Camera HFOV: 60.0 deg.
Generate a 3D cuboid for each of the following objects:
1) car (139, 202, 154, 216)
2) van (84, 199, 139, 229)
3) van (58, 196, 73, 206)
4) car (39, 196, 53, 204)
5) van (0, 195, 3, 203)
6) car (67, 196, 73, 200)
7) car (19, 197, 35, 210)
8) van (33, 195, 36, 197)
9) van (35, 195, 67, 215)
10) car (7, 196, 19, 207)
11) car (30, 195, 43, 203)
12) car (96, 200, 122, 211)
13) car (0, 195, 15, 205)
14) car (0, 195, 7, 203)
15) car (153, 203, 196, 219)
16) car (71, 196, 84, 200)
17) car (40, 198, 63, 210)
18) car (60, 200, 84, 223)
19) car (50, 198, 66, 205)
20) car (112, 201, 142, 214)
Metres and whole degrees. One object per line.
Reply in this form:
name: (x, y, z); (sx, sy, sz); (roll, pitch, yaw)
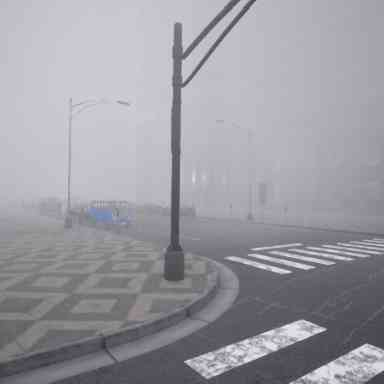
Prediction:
car: (-4.617, 1.730, 35.204); (1.887, 1.381, 4.507); (1, -1, -35)
van: (-5.232, 1.335, 21.261); (1.690, 1.788, 3.998); (1, -1, -35)
van: (-23.758, 1.654, 62.274); (1.690, 1.788, 3.998); (1, -1, -35)
car: (-33.331, 1.818, 75.806); (1.967, 1.590, 4.097); (1, -1, -35)
van: (-46.683, 1.612, 79.917); (1.690, 1.788, 3.998); (1, -1, -35)
car: (-20.568, 1.607, 57.763); (2.192, 1.841, 5.009); (1, -1, -35)
car: (-21.177, 1.680, 43.819); (1.802, 1.307, 4.206); (1, -1, -35)
van: (-36.520, 1.740, 80.318); (1.690, 1.788, 3.998); (1, -1, -35)
van: (-14.797, 1.397, 34.797); (1.690, 1.788, 3.998); (1, -1, -35)
car: (-27.553, 1.692, 52.843); (2.008, 1.369, 4.403); (1, -1, -35)
car: (-39.711, 1.736, 84.830); (2.192, 1.841, 5.009); (1, -1, -35)
car: (-11.096, 1.754, 44.366); (1.752, 1.417, 4.829); (1, -1, -35)
car: (-37.021, 1.730, 66.240); (1.752, 1.417, 4.829); (1, -1, -35)
car: (-43.493, 1.564, 75.405); (2.192, 1.841, 5.009); (1, -1, -35)
car: (-1.427, 1.710, 30.693); (1.887, 1.381, 4.507); (1, -1, -35)
car: (-17.379, 1.815, 53.249); (1.887, 1.381, 4.507); (1, -1, -35)
car: (-19.687, 1.658, 46.520); (1.837, 1.490, 4.892); (1, -1, -35)
car: (-8.422, 1.559, 25.771); (1.887, 1.381, 4.507); (1, -1, -35)
car: (-26.951, 1.885, 66.783); (2.008, 1.369, 4.403); (1, -1, -35)
car: (-7.808, 1.751, 39.715); (1.887, 1.381, 4.507); (1, -1, -35)
